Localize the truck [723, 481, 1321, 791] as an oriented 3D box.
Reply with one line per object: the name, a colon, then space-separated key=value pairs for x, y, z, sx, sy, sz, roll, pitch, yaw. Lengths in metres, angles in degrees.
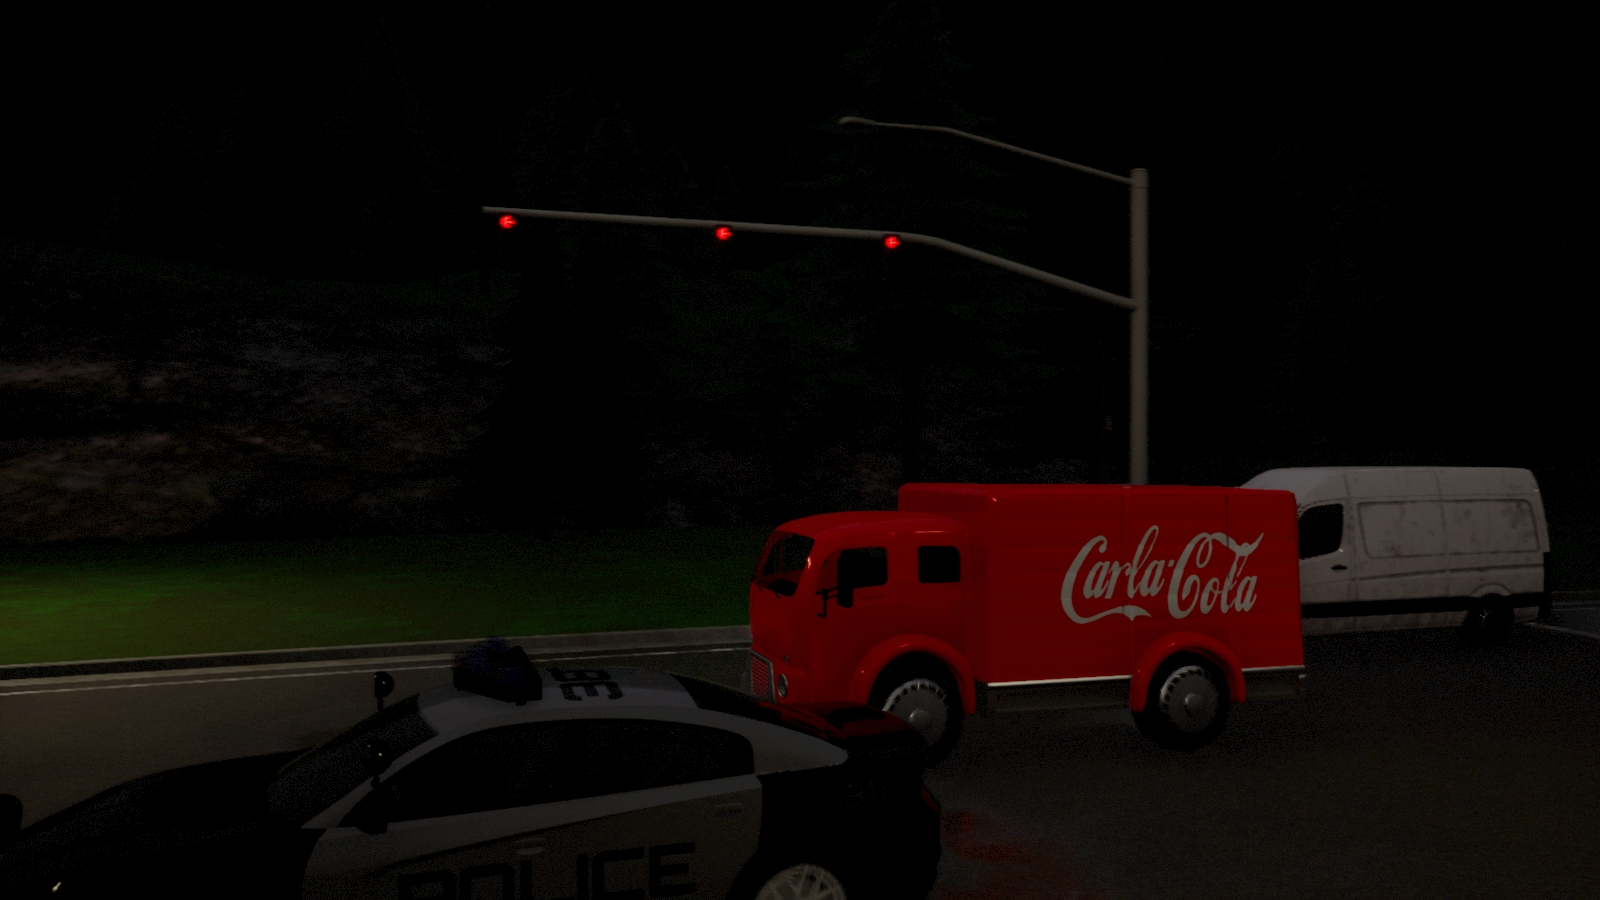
truck: x=2.090 y=1.570 z=11.366 sx=5.204 sy=2.467 sz=2.627 roll=0 pitch=0 yaw=-18

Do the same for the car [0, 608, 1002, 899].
car: x=-1.687 y=1.979 z=6.508 sx=5.238 sy=1.638 sz=2.097 roll=0 pitch=0 yaw=-19

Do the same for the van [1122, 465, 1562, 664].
van: x=7.889 y=1.529 z=16.705 sx=5.915 sy=2.561 sz=1.988 roll=0 pitch=0 yaw=-15
